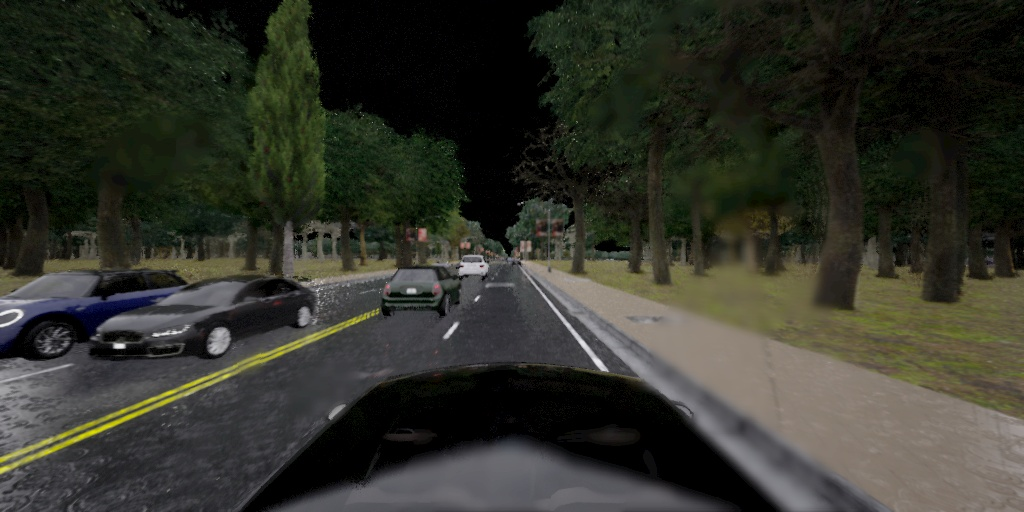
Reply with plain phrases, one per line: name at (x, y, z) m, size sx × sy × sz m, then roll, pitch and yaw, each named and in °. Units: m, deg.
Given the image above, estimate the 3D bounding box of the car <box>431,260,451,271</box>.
car at (-9.953, 1.311, 50.397) m, size 1.895 × 1.301 × 4.718 m, roll 0°, pitch 0°, yaw 0°

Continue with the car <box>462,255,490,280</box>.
car at (-3.199, 0.967, 30.984) m, size 2.150 × 2.045 × 5.566 m, roll 0°, pitch 0°, yaw 0°

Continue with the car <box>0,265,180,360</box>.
car at (-9.854, 1.112, 8.303) m, size 2.097 × 1.767 × 4.553 m, roll 0°, pitch 0°, yaw 0°

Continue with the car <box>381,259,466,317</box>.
car at (-3.161, 1.113, 13.398) m, size 2.097 × 1.767 × 4.553 m, roll 0°, pitch 0°, yaw 0°

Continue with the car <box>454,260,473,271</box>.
car at (-6.703, 1.257, 50.212) m, size 2.033 × 1.411 × 5.357 m, roll 0°, pitch 0°, yaw 0°

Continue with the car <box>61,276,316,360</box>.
car at (-6.604, 1.264, 8.456) m, size 1.837 × 1.490 × 4.892 m, roll 0°, pitch 0°, yaw 0°
